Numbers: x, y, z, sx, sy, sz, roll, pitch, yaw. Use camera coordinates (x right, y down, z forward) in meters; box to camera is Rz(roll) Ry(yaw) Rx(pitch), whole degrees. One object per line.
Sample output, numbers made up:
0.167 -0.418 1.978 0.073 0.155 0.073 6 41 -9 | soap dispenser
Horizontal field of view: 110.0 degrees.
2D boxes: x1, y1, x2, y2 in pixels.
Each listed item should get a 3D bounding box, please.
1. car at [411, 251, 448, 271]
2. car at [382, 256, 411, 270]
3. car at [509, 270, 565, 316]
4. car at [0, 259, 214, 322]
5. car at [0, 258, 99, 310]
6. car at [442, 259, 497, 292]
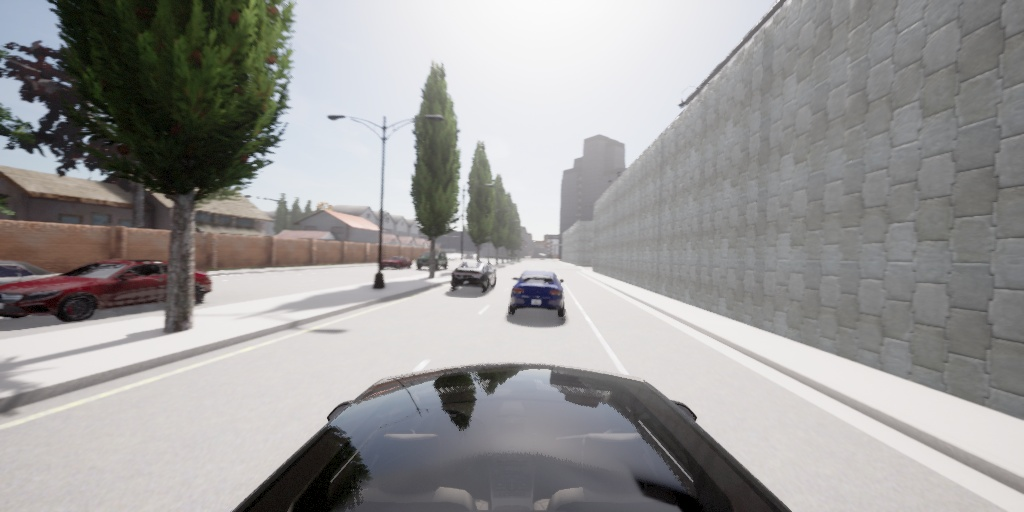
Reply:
-8.433 0.456 38.426 2.150 2.045 5.566 2 0 6 | car
-12.048 0.707 37.565 1.895 1.301 4.718 2 0 6 | car
0.956 1.243 13.305 1.812 1.442 4.674 2 0 5 | car
-11.056 0.823 10.170 1.812 1.442 4.674 2 0 5 | car
-14.652 0.771 9.439 1.895 1.301 4.718 2 0 5 | car
-1.982 1.066 19.599 2.128 1.511 4.902 2 0 5 | car
